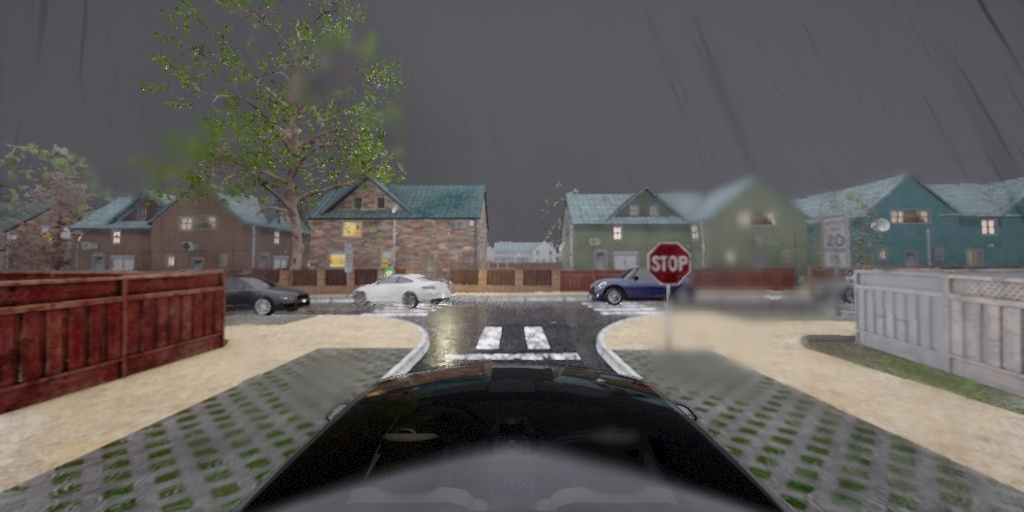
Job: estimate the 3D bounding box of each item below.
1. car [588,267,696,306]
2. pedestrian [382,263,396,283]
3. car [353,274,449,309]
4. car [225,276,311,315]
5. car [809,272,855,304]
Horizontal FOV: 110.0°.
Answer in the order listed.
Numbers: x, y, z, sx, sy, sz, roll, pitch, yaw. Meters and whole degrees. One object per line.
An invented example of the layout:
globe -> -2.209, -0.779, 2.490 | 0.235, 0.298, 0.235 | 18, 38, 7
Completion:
car -> 5.852, 1.295, 16.582 | 4.553, 1.767, 2.097 | -1, -2, 1
pedestrian -> -6.718, 1.308, 19.655 | 0.375, 1.860, 0.375 | 0, -2, 1
car -> -5.098, 1.559, 16.427 | 4.674, 1.442, 1.812 | -2, -4, 24
car -> -10.416, 1.497, 13.831 | 4.892, 1.490, 1.837 | 0, -2, 1
car -> 16.401, 1.378, 16.444 | 4.674, 1.442, 1.812 | 0, -2, 1
